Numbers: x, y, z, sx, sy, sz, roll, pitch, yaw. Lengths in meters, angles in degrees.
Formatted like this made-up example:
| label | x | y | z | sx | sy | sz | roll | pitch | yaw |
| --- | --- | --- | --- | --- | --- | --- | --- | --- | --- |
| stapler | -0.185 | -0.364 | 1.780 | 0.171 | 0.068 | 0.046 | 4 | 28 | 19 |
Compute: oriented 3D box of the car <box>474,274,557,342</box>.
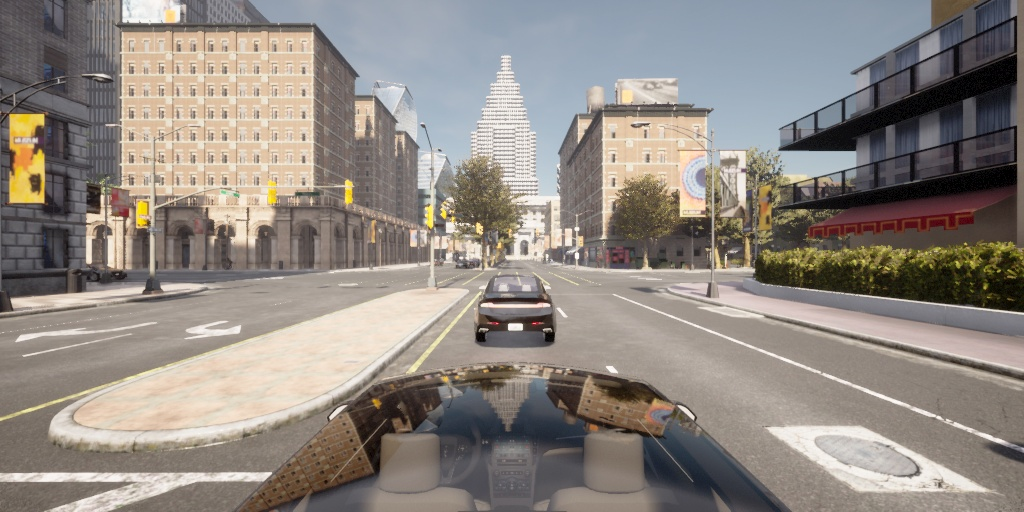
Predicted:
| label | x | y | z | sx | sy | sz | roll | pitch | yaw |
| --- | --- | --- | --- | --- | --- | --- | --- | --- | --- |
| car | 0.082 | 1.242 | 9.759 | 2.128 | 1.511 | 4.902 | 0 | 0 | 0 |

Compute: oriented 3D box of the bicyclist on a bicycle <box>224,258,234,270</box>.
| label | x | y | z | sx | sy | sz | roll | pitch | yaw |
| --- | --- | --- | --- | --- | --- | --- | --- | --- | --- |
| bicyclist on a bicycle | -37.240 | 1.050 | 47.167 | 0.582 | 1.620 | 1.656 | 0 | 0 | 0 |

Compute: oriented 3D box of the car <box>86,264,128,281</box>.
| label | x | y | z | sx | sy | sz | roll | pitch | yaw |
| --- | --- | --- | --- | --- | --- | --- | --- | --- | --- |
| car | -34.161 | 1.314 | 29.213 | 4.181 | 1.385 | 1.994 | 0 | 0 | 0 |

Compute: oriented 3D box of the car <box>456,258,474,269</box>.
| label | x | y | z | sx | sy | sz | roll | pitch | yaw |
| --- | --- | --- | --- | --- | --- | --- | --- | --- | --- |
| car | -8.006 | 1.241 | 58.508 | 2.128 | 1.511 | 4.902 | 0 | 0 | 0 |
